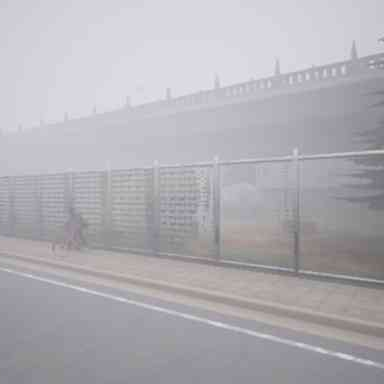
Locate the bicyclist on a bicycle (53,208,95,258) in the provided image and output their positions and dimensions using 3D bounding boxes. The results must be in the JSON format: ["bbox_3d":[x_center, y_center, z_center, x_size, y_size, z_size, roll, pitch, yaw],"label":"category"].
[{"bbox_3d":[-3.956,1.354,11.251,0.582,1.620,1.656,0,-1,35],"label":"bicyclist on a bicycle"}]
